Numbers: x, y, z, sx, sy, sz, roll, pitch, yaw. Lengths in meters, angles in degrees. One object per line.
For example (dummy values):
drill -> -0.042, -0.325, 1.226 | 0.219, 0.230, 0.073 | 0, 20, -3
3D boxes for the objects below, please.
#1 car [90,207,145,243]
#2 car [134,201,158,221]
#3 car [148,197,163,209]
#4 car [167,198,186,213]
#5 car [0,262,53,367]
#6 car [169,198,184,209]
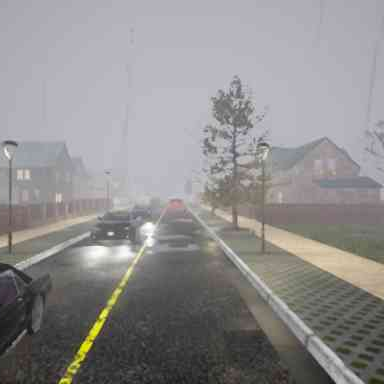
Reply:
car -> -3.623, 1.630, 16.370 | 1.994, 1.385, 4.181 | 0, 0, -3
car -> -4.228, 1.723, 28.603 | 1.895, 1.301, 4.718 | 0, 0, -3
car -> -5.271, 1.579, 48.425 | 2.097, 1.767, 4.553 | 0, 0, -3
car -> -1.871, 1.529, 39.637 | 2.097, 1.767, 4.553 | 0, 0, -3
car -> -3.154, 1.639, 3.882 | 1.895, 1.301, 4.718 | 0, -1, -10
car -> -2.387, 1.725, 49.689 | 2.128, 1.511, 4.902 | 0, 0, -3
